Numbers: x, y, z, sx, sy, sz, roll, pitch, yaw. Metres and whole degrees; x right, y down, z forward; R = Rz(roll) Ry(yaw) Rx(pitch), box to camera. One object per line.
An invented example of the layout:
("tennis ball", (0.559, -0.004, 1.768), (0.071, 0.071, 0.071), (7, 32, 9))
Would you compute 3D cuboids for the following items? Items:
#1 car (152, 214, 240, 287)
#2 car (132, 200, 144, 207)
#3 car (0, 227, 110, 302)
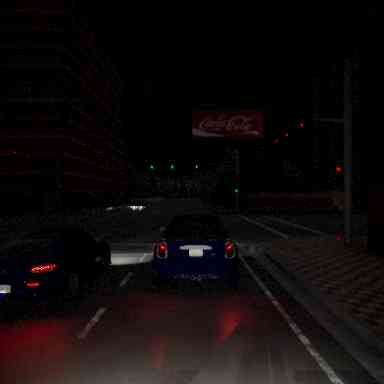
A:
("car", (0.091, 1.445, 9.782), (2.097, 1.767, 4.553), (0, -1, 0))
("car", (-10.578, 2.185, 65.466), (1.994, 1.385, 4.181), (0, -1, 0))
("car", (-3.411, 1.606, 8.318), (1.812, 1.442, 4.674), (0, 0, 0))
